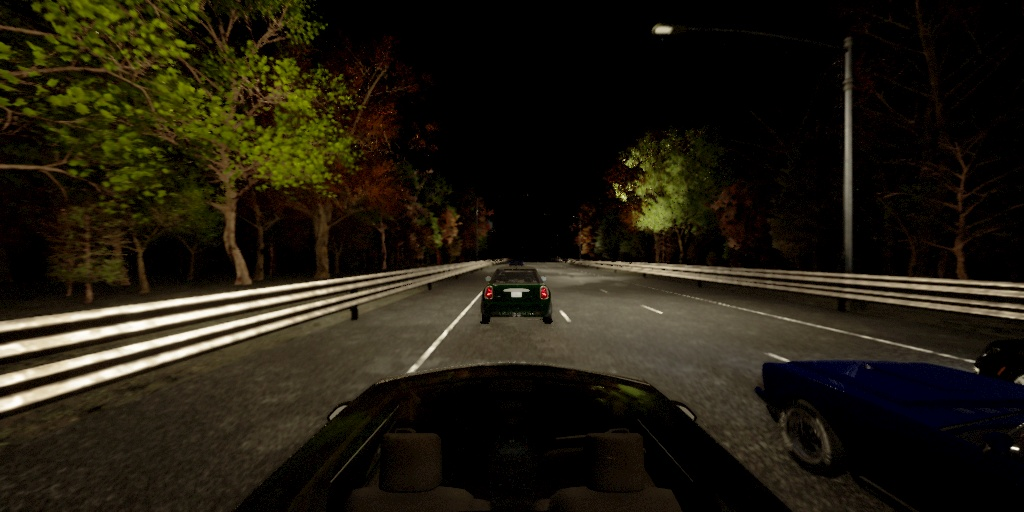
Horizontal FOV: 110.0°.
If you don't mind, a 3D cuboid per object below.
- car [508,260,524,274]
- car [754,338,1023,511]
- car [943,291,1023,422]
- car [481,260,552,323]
[{"bbox_3d":[0.562,1.294,44.639,1.882,1.535,5.008,0,0,1],"label":"car"},{"bbox_3d":[3.604,1.352,1.794,1.895,1.301,4.718,0,0,0],"label":"car"},{"bbox_3d":[7.107,1.259,2.706,1.837,1.490,4.892,0,0,0],"label":"car"},{"bbox_3d":[0.140,1.118,12.289,2.097,1.767,4.553,0,0,0],"label":"car"}]
